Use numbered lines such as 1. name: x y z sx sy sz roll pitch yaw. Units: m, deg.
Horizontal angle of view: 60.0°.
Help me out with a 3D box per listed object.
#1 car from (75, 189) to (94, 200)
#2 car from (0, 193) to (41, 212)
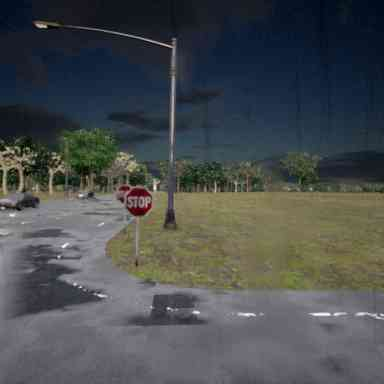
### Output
1. car: -15.993 0.373 49.809 2.128 1.511 4.902 1 1 -3
2. car: -14.711 0.818 28.323 2.033 1.411 5.357 1 1 -3
